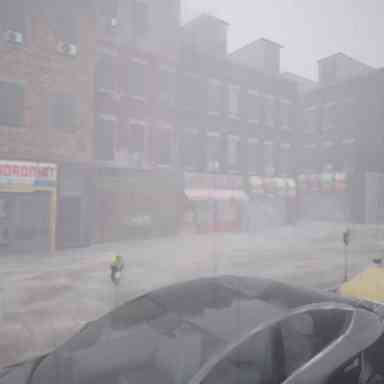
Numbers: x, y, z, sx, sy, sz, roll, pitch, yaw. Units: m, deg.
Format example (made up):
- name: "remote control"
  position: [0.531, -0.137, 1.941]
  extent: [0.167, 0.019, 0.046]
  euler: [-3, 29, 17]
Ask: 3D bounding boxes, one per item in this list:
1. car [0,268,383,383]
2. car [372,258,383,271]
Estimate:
- name: "car"
  position: [0.046, 1.561, 2.820]
  extent: [4.313, 1.339, 1.947]
  euler: [0, 2, -35]
- name: "car"
  position: [4.413, 1.502, 5.936]
  extent: [4.829, 1.417, 1.752]
  euler: [0, 2, -35]
